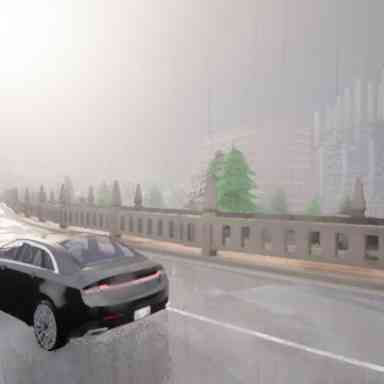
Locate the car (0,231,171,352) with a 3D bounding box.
[{"bbox_3d":[-2.586,1.504,6.262,4.902,1.511,2.128,0,0,39],"label":"car"}]
